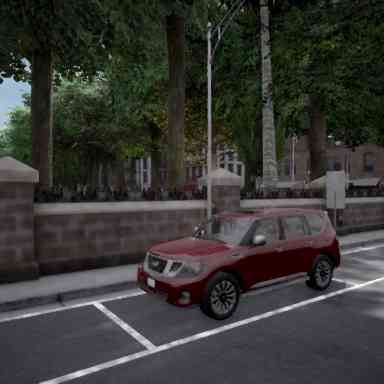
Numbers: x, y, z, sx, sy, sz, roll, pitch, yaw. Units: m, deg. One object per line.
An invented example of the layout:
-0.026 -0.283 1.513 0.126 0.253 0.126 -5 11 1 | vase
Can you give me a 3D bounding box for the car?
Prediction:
1.308 1.313 7.467 5.009 1.841 2.192 0 0 -35 | car
